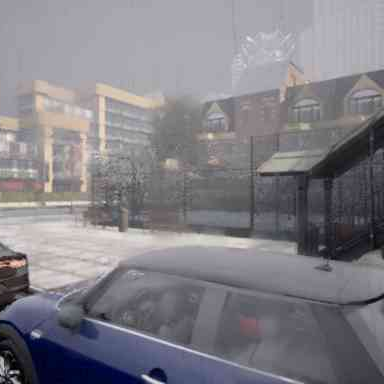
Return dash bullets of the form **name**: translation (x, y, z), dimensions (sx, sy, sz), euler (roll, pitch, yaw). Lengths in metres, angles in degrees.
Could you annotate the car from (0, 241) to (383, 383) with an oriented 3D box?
- **car**: translation (-0.113, 1.356, 3.383), dimensions (4.553, 1.767, 2.185), euler (0, 0, 35)
